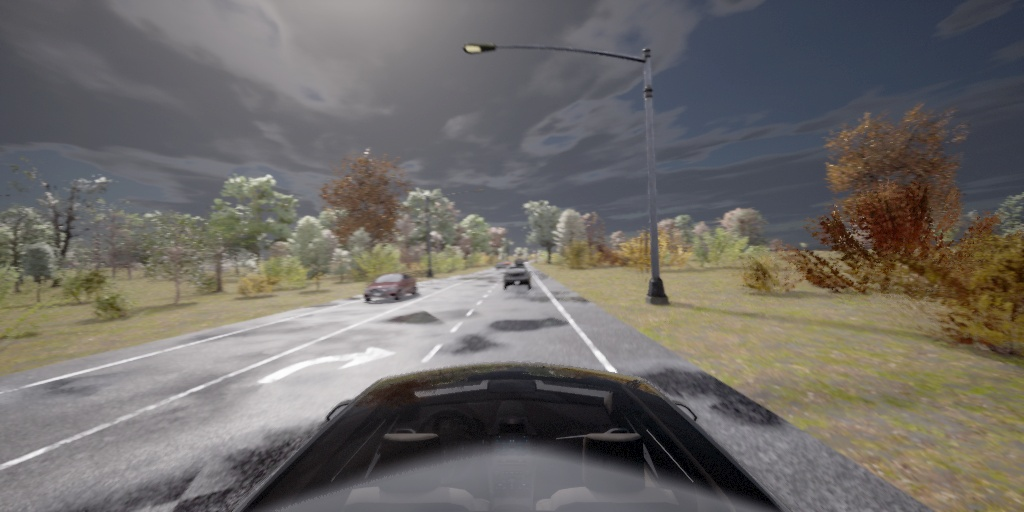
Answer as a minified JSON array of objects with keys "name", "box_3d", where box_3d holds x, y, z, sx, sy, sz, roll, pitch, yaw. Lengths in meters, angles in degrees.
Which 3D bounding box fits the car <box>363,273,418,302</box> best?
[{"name":"car","box_3d":[-6.723,1.694,20.351,1.812,1.442,4.674,-2,-1,1]}]

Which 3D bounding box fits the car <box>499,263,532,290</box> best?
[{"name":"car","box_3d":[0.366,1.465,25.084,1.837,1.490,4.892,-2,-1,1]}]
